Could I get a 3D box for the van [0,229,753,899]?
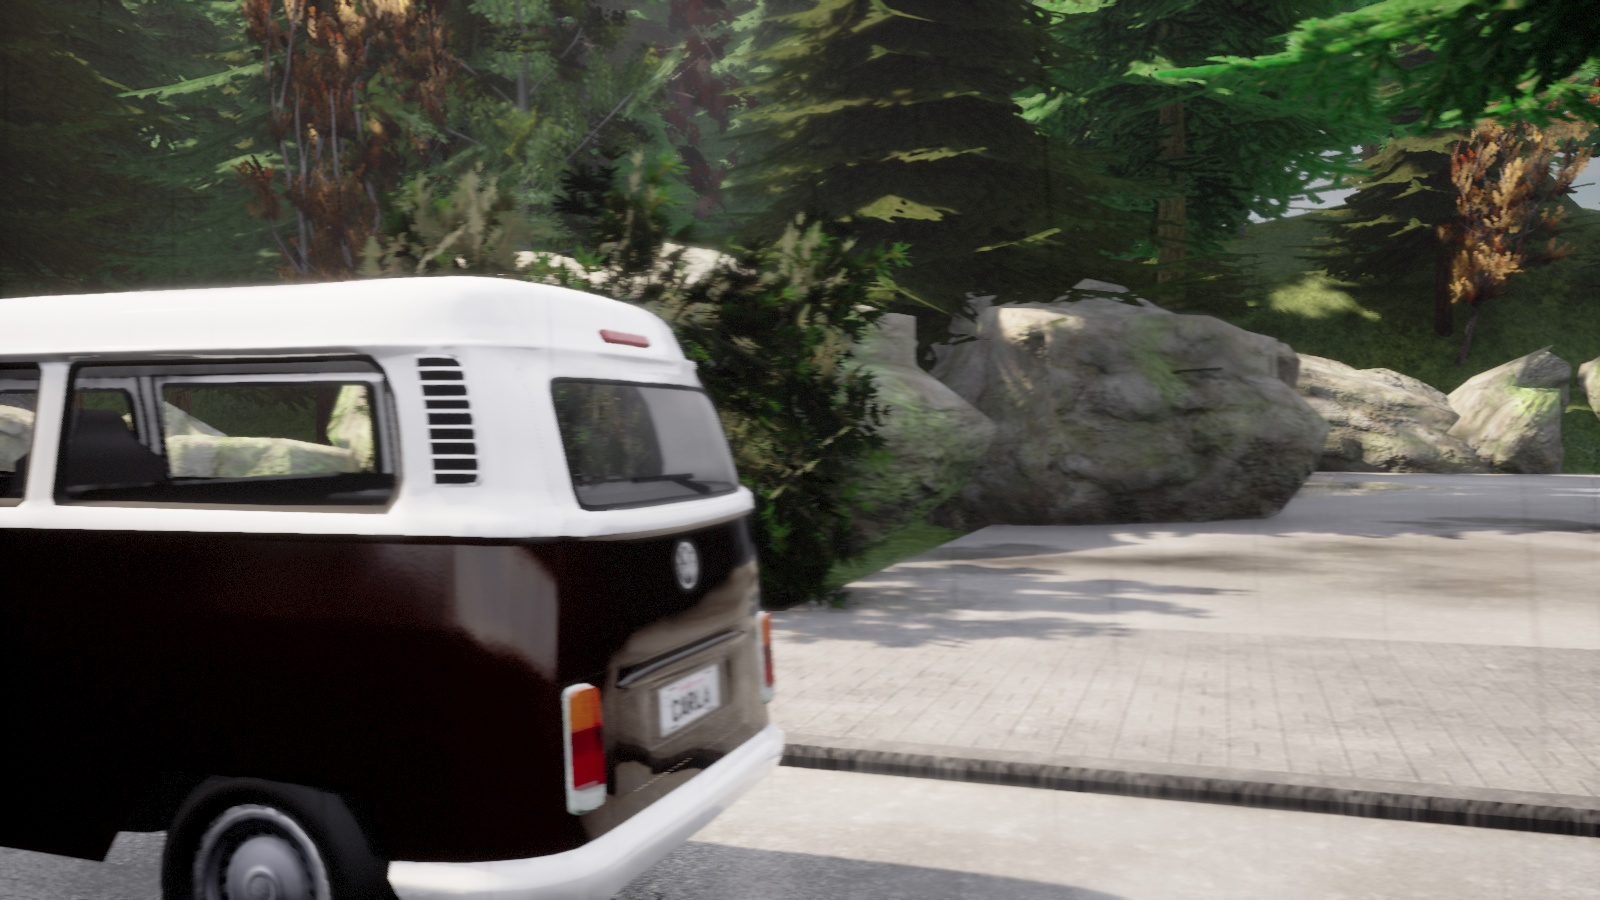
[{"bbox_3d":[-2.644,0.463,4.606,4.480,2.038,2.069,1,1,19],"label":"van"}]
